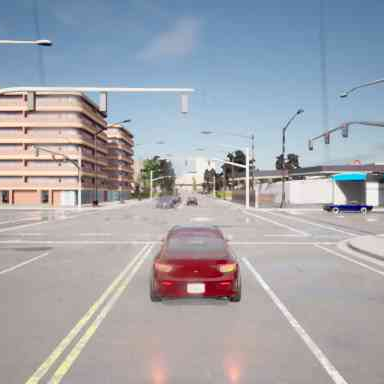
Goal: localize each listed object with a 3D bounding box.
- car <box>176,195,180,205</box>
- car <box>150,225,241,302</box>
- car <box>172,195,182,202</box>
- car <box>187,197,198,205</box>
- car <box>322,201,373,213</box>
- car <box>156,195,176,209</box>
[{"bbox_3d":[-3.624,1.601,58.313,1.895,1.301,4.718,0,0,0],"label":"car"},{"bbox_3d":[0.076,1.526,8.154,1.812,1.442,4.674,0,0,0],"label":"car"},{"bbox_3d":[-3.561,1.525,79.739,2.128,1.511,4.902,0,0,0],"label":"car"},{"bbox_3d":[0.060,1.547,59.762,2.033,1.411,5.357,0,0,0],"label":"car"},{"bbox_3d":[16.508,1.601,35.464,4.718,1.301,1.895,0,0,1],"label":"car"},{"bbox_3d":[-3.628,1.351,44.974,2.097,1.767,4.553,0,0,0],"label":"car"}]
